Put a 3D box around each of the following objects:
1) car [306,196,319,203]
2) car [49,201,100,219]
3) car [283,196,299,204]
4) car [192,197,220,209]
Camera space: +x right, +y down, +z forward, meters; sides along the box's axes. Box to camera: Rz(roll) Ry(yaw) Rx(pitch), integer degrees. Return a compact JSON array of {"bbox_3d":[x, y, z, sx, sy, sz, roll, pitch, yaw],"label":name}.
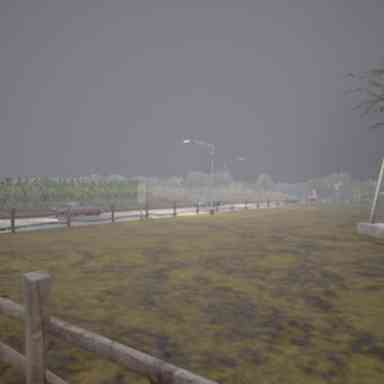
[{"bbox_3d":[27.510,1.576,75.910,1.882,1.535,5.008,2,1,35],"label":"car"},{"bbox_3d":[-9.868,1.485,28.235,1.994,1.385,4.181,2,1,35],"label":"car"},{"bbox_3d":[19.015,1.513,63.782,2.128,1.511,4.902,2,1,35],"label":"car"},{"bbox_3d":[1.927,1.395,44.801,2.128,1.511,4.902,2,1,36],"label":"car"}]
